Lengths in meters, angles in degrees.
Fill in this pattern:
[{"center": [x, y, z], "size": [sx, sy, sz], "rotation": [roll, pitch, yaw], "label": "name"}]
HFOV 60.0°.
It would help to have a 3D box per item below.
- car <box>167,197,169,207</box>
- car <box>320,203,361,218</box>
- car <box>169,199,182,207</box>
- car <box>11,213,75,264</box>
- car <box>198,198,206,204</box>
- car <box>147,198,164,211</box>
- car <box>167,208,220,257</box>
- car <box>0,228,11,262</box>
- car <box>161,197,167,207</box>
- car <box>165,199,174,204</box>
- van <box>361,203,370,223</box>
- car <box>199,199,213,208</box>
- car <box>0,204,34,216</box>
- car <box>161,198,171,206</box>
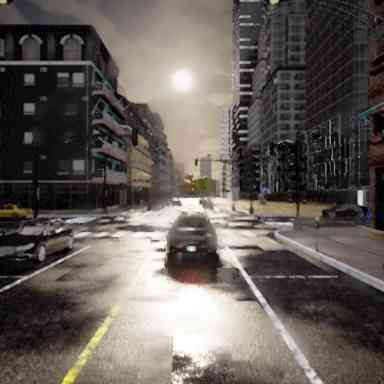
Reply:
[{"center": [-5.706, 1.976, 67.185], "size": [2.192, 1.841, 5.009], "rotation": [-1, -1, 0], "label": "car"}, {"center": [14.674, 1.783, 32.197], "size": [4.313, 1.339, 1.947], "rotation": [0, 0, 0], "label": "car"}, {"center": [-3.012, 2.216, 66.751], "size": [1.994, 1.385, 4.181], "rotation": [0, -1, 0], "label": "car"}, {"center": [-5.701, 1.669, 12.172], "size": [2.008, 1.369, 4.403], "rotation": [-1, -1, 0], "label": "car"}, {"center": [2.644, 2.436, 89.835], "size": [1.887, 1.381, 4.507], "rotation": [-1, -1, 0], "label": "car"}, {"center": [-5.702, 2.036, 50.237], "size": [1.887, 1.381, 4.507], "rotation": [-1, -1, 0], "label": "car"}, {"center": [0.069, 1.638, 13.495], "size": [1.837, 1.490, 4.892], "rotation": [0, 0, 2], "label": "car"}, {"center": [-5.701, 1.588, 6.338], "size": [1.752, 1.417, 4.829], "rotation": [-1, -1, 0], "label": "car"}, {"center": [-5.704, 1.987, 55.886], "size": [1.967, 1.590, 4.097], "rotation": [-1, -1, 0], "label": "car"}, {"center": [-5.703, 2.415, 84.128], "size": [1.802, 1.307, 4.206], "rotation": [-1, -1, 0], "label": "car"}, {"center": [14.687, 1.601, 23.814], "size": [3.998, 1.788, 1.690], "rotation": [0, 0, 0], "label": "van"}, {"center": [2.645, 2.092, 55.943], "size": [1.887, 1.381, 4.507], "rotation": [-1, -1, 0], "label": "car"}, {"center": [-17.885, 1.814, 32.142], "size": [4.829, 1.417, 1.752], "rotation": [0, 0, 0], "label": "car"}, {"center": [-5.704, 2.158, 72.832], "size": [1.967, 1.590, 4.097], "rotation": [-1, -1, 0], "label": "car"}]
